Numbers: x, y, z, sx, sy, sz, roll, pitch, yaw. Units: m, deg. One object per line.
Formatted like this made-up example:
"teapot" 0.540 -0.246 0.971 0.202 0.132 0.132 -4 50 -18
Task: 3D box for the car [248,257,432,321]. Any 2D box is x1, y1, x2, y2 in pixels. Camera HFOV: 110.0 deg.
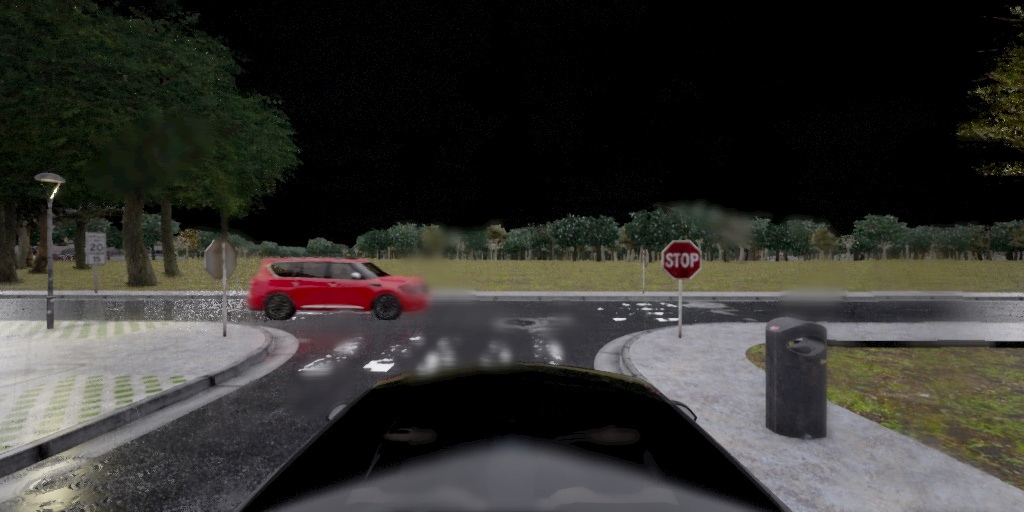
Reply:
"car" -5.542 1.066 11.916 5.566 2.045 2.150 0 0 -1
